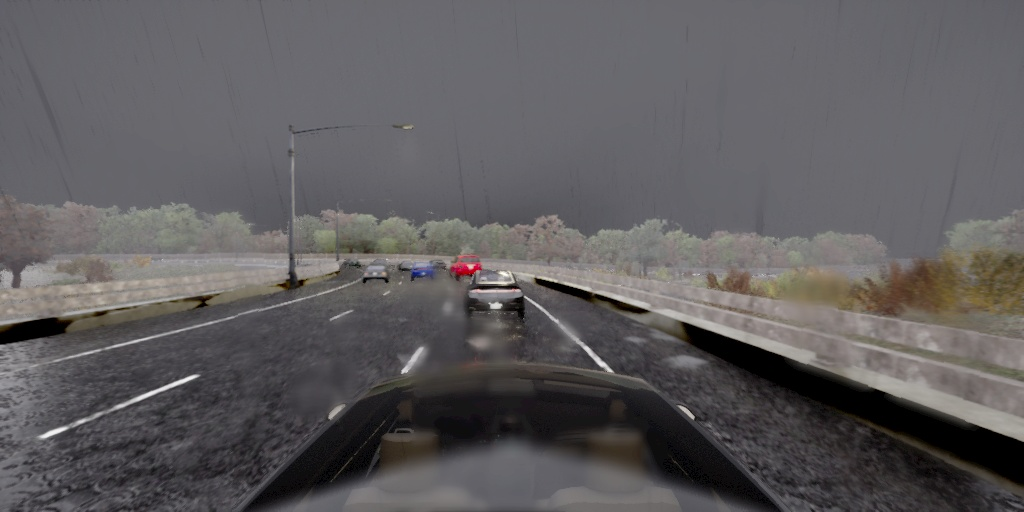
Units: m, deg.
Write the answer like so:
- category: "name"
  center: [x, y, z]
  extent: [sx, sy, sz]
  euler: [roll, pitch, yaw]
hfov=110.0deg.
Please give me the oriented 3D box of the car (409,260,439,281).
- category: "car"
  center: [-7.671, 1.240, 30.933]
  extent: [1.882, 1.535, 5.008]
  euler: [0, 0, -16]

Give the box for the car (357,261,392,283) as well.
- category: "car"
  center: [-10.523, 1.329, 28.176]
  extent: [2.033, 1.411, 5.357]
  euler: [0, 0, -16]

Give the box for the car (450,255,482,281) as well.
- category: "car"
  center: [-3.912, 0.966, 30.475]
  extent: [2.150, 2.045, 5.566]
  euler: [0, 1, -16]

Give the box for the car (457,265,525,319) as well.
- category: "car"
  center: [-0.686, 1.234, 12.749]
  extent: [2.128, 1.511, 4.902]
  euler: [0, 0, -6]

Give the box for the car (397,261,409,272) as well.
- category: "car"
  center: [-14.145, 1.345, 48.253]
  extent: [1.994, 1.385, 4.181]
  euler: [0, 0, -25]

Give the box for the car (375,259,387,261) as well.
- category: "car"
  center: [-16.659, 1.149, 45.343]
  extent: [2.097, 1.767, 4.553]
  euler: [0, 0, -23]

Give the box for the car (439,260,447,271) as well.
- category: "car"
  center: [-9.987, 1.265, 47.554]
  extent: [1.837, 1.490, 4.892]
  euler: [0, 1, -24]
